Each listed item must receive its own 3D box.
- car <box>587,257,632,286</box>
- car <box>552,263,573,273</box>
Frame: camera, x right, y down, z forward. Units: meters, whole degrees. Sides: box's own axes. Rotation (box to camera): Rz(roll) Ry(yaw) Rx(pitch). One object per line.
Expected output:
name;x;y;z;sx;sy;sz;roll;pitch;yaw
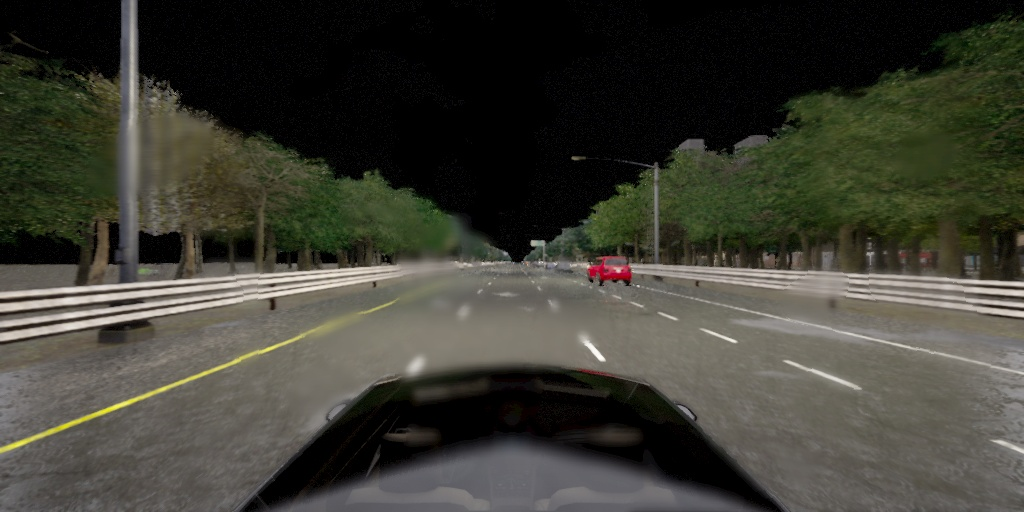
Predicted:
car;7.029;1.087;26.354;2.150;2.045;5.566;0;0;0
car;7.118;1.678;49.441;1.994;1.385;4.181;0;-1;0
